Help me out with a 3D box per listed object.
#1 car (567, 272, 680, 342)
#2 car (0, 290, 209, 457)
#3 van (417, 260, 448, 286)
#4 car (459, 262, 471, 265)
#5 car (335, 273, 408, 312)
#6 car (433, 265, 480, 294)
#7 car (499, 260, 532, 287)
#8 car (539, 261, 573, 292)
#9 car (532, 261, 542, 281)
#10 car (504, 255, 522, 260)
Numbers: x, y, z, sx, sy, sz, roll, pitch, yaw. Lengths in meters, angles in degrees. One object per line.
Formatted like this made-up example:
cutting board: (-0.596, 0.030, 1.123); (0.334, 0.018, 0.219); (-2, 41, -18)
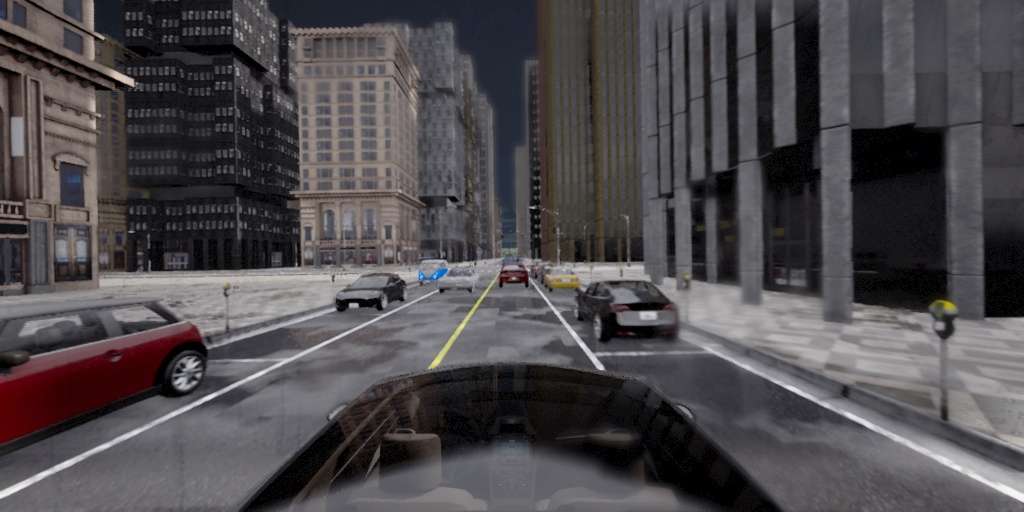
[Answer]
car: (2.827, 1.268, 9.475); (1.948, 1.339, 4.313); (0, 0, 0)
car: (-5.695, 1.290, 3.830); (1.967, 1.591, 4.097); (0, 0, 0)
van: (-5.703, 1.192, 26.394); (1.690, 1.789, 3.998); (0, 0, 0)
car: (-5.709, 1.395, 43.317); (2.007, 1.370, 4.403); (0, 0, 0)
car: (-5.699, 1.418, 15.112); (1.948, 1.339, 4.313); (0, 0, 0)
car: (-3.038, 1.406, 21.111); (1.895, 1.301, 4.718); (-1, 0, 0)
car: (0.130, 1.227, 24.405); (1.882, 1.535, 5.008); (-1, 0, 0)
car: (2.823, 1.228, 20.927); (1.751, 1.417, 4.829); (0, 0, 0)
car: (2.821, 1.252, 26.398); (2.007, 1.370, 4.403); (0, 0, 0)
car: (0.101, 0.965, 38.543); (2.150, 2.045, 5.566); (-1, 0, 0)
